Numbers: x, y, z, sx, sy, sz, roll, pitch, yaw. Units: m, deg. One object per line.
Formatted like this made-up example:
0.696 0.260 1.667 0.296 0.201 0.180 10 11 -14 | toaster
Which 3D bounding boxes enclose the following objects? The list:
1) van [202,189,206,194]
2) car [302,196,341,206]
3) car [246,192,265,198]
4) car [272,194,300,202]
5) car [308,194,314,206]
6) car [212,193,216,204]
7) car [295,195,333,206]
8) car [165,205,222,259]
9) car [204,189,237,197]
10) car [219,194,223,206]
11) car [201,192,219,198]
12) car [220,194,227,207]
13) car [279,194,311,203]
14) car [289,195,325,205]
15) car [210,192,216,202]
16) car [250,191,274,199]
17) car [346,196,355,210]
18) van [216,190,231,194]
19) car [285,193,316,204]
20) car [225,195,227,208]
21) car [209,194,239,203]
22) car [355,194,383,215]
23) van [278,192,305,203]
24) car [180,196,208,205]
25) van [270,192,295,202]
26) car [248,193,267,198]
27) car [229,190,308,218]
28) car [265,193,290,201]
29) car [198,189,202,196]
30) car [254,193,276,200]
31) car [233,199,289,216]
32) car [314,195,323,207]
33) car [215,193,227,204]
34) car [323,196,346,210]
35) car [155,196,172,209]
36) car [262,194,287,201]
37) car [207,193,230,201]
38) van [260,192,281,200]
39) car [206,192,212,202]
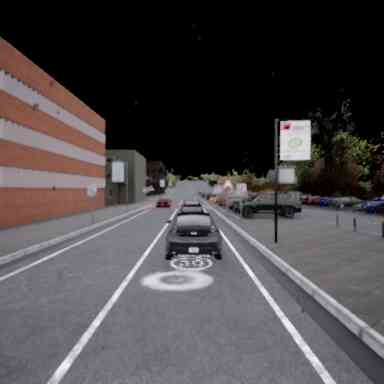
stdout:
5.445 0.855 81.372 4.442 1.987 1.878 0 1 -1 | van
18.497 1.280 47.617 4.792 1.488 2.163 0 0 -1 | car
17.722 0.838 92.806 4.892 1.521 2.231 0 1 -1 | car
18.189 1.181 64.555 4.892 1.521 2.231 0 0 -1 | car
18.510 1.262 44.793 5.008 1.535 2.097 0 0 -1 | car
5.852 1.282 50.155 4.674 1.452 2.002 0 0 -1 | car
18.422 1.238 50.564 5.008 1.535 2.097 0 0 -1 | car
0.055 1.477 12.427 1.837 1.490 4.892 0 1 0 | car
5.645 0.932 64.281 5.566 2.045 2.435 0 0 -1 | car
6.000 1.317 41.679 4.674 1.452 2.002 0 0 -1 | car
5.087 0.780 95.377 5.008 1.535 2.097 0 1 -1 | car
6.042 1.328 38.854 4.674 1.452 2.002 0 0 -1 | car
18.280 1.203 59.033 5.008 1.535 2.097 0 0 -1 | car
18.365 1.226 53.387 5.008 1.535 2.097 0 0 -1 | car
5.992 1.227 52.983 5.366 1.575 1.946 0 0 -1 | car
17.826 0.768 84.457 5.566 2.045 2.435 0 1 -1 | car
18.716 1.306 33.500 4.892 1.521 2.231 0 0 -1 | car
6.019 1.028 47.331 4.442 1.987 1.878 0 0 -1 | van
18.353 1.089 56.210 4.553 1.767 2.185 0 0 -1 | car
6.135 1.309 33.204 5.008 1.535 2.097 0 0 -1 | car
5.849 1.192 61.459 5.366 1.575 1.946 0 0 -1 | car
18.728 1.062 30.799 5.566 2.045 2.435 0 0 -1 | car
18.345 0.966 61.731 4.442 1.987 1.878 0 0 -1 | van
-0.021 1.405 28.454 2.128 1.511 4.902 0 0 0 | car
18.253 0.943 67.380 4.442 1.987 1.878 0 0 -1 | van
17.730 0.926 90.108 4.792 1.488 2.163 0 1 -1 | car
6.207 1.074 27.551 5.566 2.045 2.435 0 0 -1 | car
18.056 1.031 70.325 4.553 1.767 2.185 0 0 -1 | car
5.159 0.652 89.722 5.566 2.045 2.435 0 1 -1 | car
17.895 1.077 81.629 5.008 1.535 2.097 0 1 -1 | car
6.185 1.357 30.377 4.674 1.452 2.002 0 0 -1 | car
18.558 1.273 41.969 5.008 1.535 2.097 0 0 -1 | car
5.921 1.295 44.504 4.792 1.488 2.163 0 0 -1 | car
18.607 1.286 39.146 4.892 1.521 2.231 0 0 -1 | car
-3.559 1.278 42.185 1.895 1.301 4.718 0 7 -1 | car
18.074 1.175 73.024 4.792 1.488 2.163 0 0 -1 | car
5.552 1.035 69.932 4.553 1.767 2.185 0 0 -1 | car
17.877 0.908 75.846 4.442 1.987 1.878 0 0 -1 | van
5.574 1.216 55.802 5.366 1.575 1.946 0 0 -1 | car
